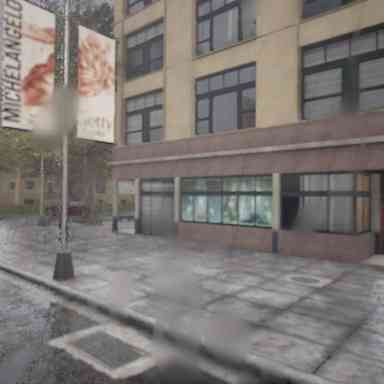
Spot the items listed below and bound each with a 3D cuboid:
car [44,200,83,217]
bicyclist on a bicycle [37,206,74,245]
[{"bbox_3d":[-12.138,1.628,32.819,2.097,1.767,4.553,0,-1,41],"label":"car"},{"bbox_3d":[-5.828,1.418,14.256,0.582,1.620,1.656,0,-1,41],"label":"bicyclist on a bicycle"}]
